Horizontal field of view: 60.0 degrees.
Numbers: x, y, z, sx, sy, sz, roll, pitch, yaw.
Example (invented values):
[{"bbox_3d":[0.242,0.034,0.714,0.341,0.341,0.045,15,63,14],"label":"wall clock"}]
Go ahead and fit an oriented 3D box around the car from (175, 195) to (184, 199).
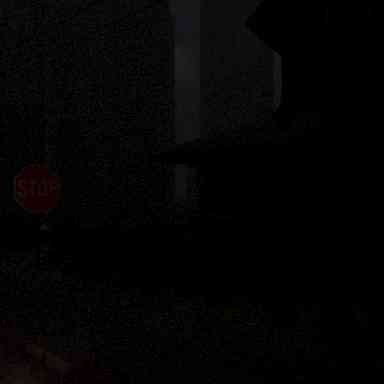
[{"bbox_3d":[-3.708,1.493,85.535,4.193,1.474,1.816,0,0,37],"label":"car"}]
